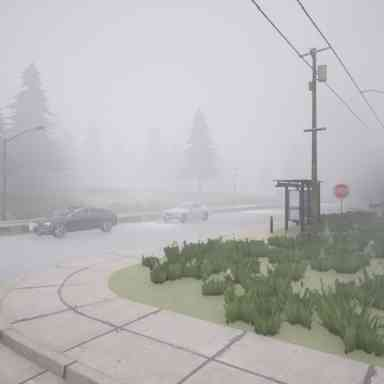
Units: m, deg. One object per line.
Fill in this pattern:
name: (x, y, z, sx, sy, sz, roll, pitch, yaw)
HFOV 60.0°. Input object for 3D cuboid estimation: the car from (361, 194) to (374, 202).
car: (40.367, 1.355, 76.503, 2.097, 1.767, 4.553, 0, 0, 36)

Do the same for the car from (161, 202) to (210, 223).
car: (-0.369, 1.526, 25.879, 1.812, 1.442, 4.674, 0, 0, 36)

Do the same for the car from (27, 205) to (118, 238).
car: (-6.214, 1.491, 17.806, 2.128, 1.511, 4.902, 0, 0, 36)
